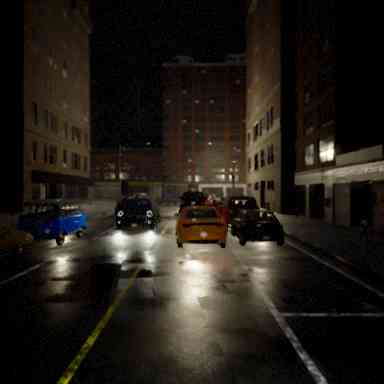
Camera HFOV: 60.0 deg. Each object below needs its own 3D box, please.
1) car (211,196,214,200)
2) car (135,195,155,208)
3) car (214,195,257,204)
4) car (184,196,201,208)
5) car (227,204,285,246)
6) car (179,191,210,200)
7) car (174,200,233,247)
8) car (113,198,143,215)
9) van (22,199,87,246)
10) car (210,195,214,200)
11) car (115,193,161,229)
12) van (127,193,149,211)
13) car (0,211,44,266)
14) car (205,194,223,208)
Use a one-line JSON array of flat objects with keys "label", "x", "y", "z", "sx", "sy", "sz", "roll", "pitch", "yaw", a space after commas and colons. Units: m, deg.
[{"label": "car", "x": 2.709, "y": 1.279, "z": 25.326, "sx": 1.752, "sy": 1.417, "sz": 4.829, "roll": 1, "pitch": 0, "yaw": 0}, {"label": "car", "x": -5.795, "y": 1.159, "z": 41.615, "sx": 1.887, "sy": 1.381, "sz": 4.507, "roll": 1, "pitch": 0, "yaw": 0}, {"label": "car", "x": 2.704, "y": 1.119, "z": 19.671, "sx": 2.192, "sy": 1.841, "sz": 5.009, "roll": 1, "pitch": 1, "yaw": 0}, {"label": "car", "x": 0.136, "y": 1.183, "z": 41.034, "sx": 1.994, "sy": 1.385, "sz": 4.181, "roll": 0, "pitch": 0, "yaw": 1}, {"label": "car", "x": 2.695, "y": 1.405, "z": 14.192, "sx": 2.008, "sy": 1.369, "sz": 4.403, "roll": 1, "pitch": 1, "yaw": 0}, {"label": "car", "x": 0.130, "y": 0.954, "z": 27.437, "sx": 2.150, "sy": 2.045, "sz": 5.566, "roll": 0, "pitch": 0, "yaw": 1}, {"label": "car", "x": 0.284, "y": 1.332, "z": 14.235, "sx": 1.882, "sy": 1.535, "sz": 5.008, "roll": 0, "pitch": 1, "yaw": -3}, {"label": "car", "x": -5.809, "y": 1.273, "z": 30.651, "sx": 1.947, "sy": 1.339, "sz": 4.313, "roll": 1, "pitch": 0, "yaw": 0}, {"label": "van", "x": -5.827, "y": 1.196, "z": 14.203, "sx": 1.690, "sy": 1.788, "sz": 3.998, "roll": 1, "pitch": 1, "yaw": 0}, {"label": "car", "x": 2.724, "y": 1.101, "z": 36.120, "sx": 1.967, "sy": 1.590, "sz": 4.097, "roll": 1, "pitch": 0, "yaw": 0}, {"label": "car", "x": -3.073, "y": 1.154, "z": 19.861, "sx": 2.097, "sy": 1.767, "sz": 4.553, "roll": 0, "pitch": 1, "yaw": 0}, {"label": "van", "x": -5.800, "y": 1.002, "z": 36.131, "sx": 1.690, "sy": 1.788, "sz": 3.998, "roll": 1, "pitch": 0, "yaw": 0}, {"label": "car", "x": -5.836, "y": 1.435, "z": 8.552, "sx": 1.752, "sy": 1.417, "sz": 4.829, "roll": 1, "pitch": 1, "yaw": 0}, {"label": "car", "x": 2.731, "y": 1.054, "z": 41.603, "sx": 1.967, "sy": 1.590, "sz": 4.097, "roll": 1, "pitch": 0, "yaw": 0}]
